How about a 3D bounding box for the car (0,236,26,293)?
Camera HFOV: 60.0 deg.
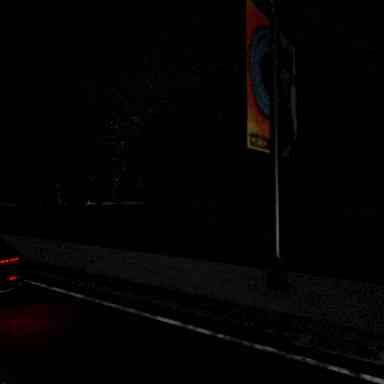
[{"bbox_3d":[-5.809,1.574,7.832,4.892,1.490,1.837,0,0,36],"label":"car"}]
